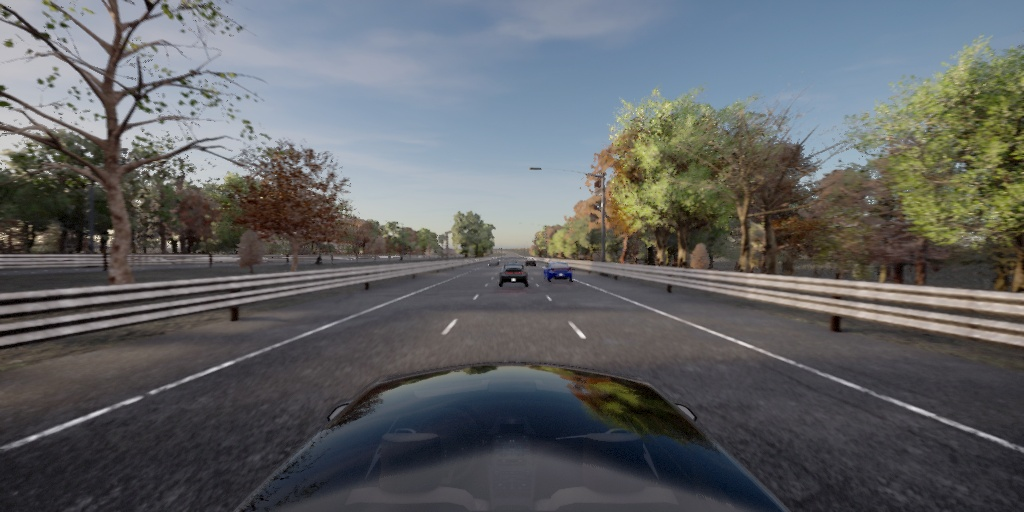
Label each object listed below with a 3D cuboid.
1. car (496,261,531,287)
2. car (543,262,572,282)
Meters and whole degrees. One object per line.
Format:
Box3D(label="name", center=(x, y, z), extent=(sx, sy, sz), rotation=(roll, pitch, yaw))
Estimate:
Box3D(label="car", center=(0.104, 1.249, 24.713), extent=(1.837, 1.490, 4.892), rotation=(0, -1, 0))
Box3D(label="car", center=(3.603, 1.222, 28.809), extent=(1.882, 1.535, 5.008), rotation=(0, 0, 0))
